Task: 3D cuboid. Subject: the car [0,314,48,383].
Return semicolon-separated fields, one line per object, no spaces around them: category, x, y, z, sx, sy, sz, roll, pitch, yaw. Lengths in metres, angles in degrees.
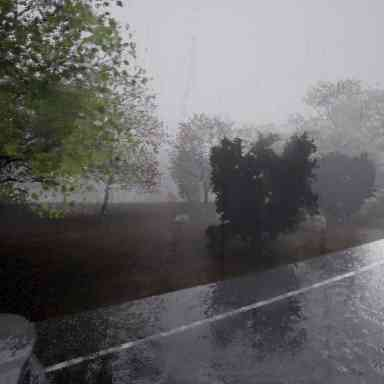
car;-3.301;1.517;1.475;4.892;1.490;1.837;0;0;-36
